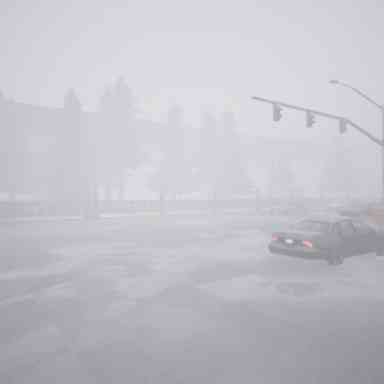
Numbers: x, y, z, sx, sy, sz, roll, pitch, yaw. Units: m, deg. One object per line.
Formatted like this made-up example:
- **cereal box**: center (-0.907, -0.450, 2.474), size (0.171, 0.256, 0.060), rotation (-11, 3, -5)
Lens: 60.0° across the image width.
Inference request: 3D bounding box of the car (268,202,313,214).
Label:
- **car**: center (9.580, 1.628, 32.299), size (4.718, 1.301, 1.895), rotation (0, 0, -35)

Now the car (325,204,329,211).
- **car**: center (16.897, 1.563, 37.445), size (4.674, 1.442, 1.812), rotation (0, 0, -35)

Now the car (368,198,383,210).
- **car**: center (25.332, 1.539, 43.437), size (4.902, 1.511, 2.128), rotation (0, 0, -36)

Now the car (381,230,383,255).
- **car**: center (7.266, 1.612, 8.930), size (4.718, 1.301, 1.895), rotation (0, 0, -36)

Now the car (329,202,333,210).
- **car**: center (16.049, 1.525, 32.588), size (4.902, 1.511, 2.128), rotation (0, 0, -35)

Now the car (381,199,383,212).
- **car**: center (24.059, 1.535, 38.230), size (4.902, 1.511, 2.128), rotation (0, 0, -36)

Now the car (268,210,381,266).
- **car**: center (5.015, 1.558, 11.625), size (5.357, 1.411, 2.033), rotation (0, 0, -36)

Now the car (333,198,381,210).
- **car**: center (13.758, 1.506, 26.642), size (5.008, 1.535, 1.882), rotation (0, 0, -36)
